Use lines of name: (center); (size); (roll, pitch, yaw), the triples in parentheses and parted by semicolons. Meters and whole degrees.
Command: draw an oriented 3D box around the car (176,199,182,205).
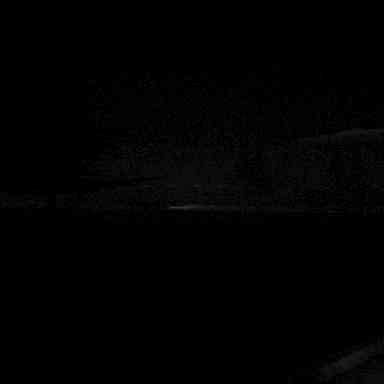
car: (-4.527, 1.452, 51.599); (4.718, 1.301, 1.895); (0, 0, 14)

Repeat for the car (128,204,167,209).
car: (-6.207, 1.382, 44.804); (4.902, 1.511, 2.128); (0, 0, 14)
